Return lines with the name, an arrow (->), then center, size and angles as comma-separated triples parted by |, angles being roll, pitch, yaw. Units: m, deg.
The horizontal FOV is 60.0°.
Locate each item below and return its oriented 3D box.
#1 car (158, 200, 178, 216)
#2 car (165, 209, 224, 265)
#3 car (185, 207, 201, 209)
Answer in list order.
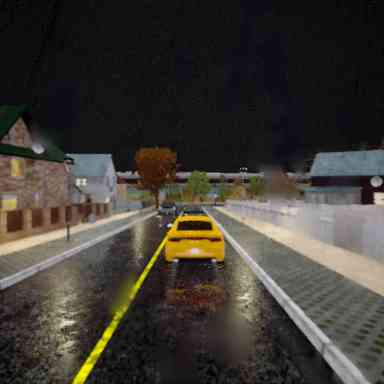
car -> -2.760, 1.871, 39.176 | 2.097, 1.767, 4.553 | 0, -1, 0
car -> 0.101, 1.638, 12.408 | 1.882, 1.535, 5.008 | 0, 0, 0
car -> 0.115, 1.994, 29.974 | 1.895, 1.301, 4.718 | 0, -1, 0
